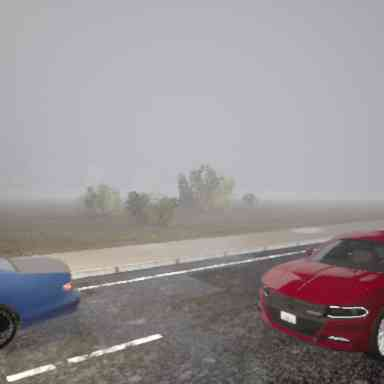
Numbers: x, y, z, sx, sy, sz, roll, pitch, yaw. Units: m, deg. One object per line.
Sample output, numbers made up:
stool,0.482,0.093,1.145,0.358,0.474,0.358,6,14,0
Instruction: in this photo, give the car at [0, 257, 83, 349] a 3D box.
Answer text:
car,-4.379,1.547,4.554,5.357,1.411,2.033,0,0,-36

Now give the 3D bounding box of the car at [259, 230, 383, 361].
car,3.379,1.478,6.098,5.008,1.535,1.882,0,0,-36
